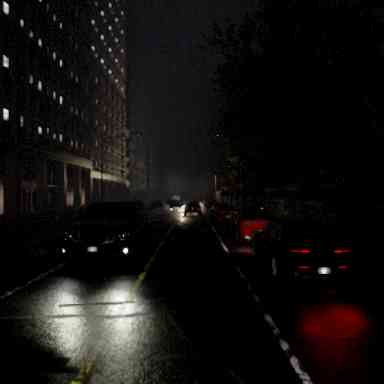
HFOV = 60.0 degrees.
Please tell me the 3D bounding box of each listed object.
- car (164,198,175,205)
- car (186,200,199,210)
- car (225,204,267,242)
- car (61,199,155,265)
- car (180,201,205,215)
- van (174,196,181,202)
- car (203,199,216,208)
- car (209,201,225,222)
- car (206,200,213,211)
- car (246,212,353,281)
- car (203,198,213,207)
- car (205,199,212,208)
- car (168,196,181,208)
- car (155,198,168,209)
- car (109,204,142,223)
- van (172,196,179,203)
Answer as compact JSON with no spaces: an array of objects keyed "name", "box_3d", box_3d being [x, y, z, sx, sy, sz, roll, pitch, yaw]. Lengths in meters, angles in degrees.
[{"name":"car","box_3d":[-4.826,2.015,72.799,1.947,1.339,4.313,0,0,1]},{"name":"car","box_3d":[0.107,1.893,48.079,1.895,1.301,4.718,0,0,1]},{"name":"car","box_3d":[3.016,1.579,17.023,1.882,1.535,5.008,0,0,0]},{"name":"car","box_3d":[-2.848,1.295,12.289,2.150,2.045,5.566,0,0,0]},{"name":"car","box_3d":[0.102,1.768,36.374,2.033,1.411,5.357,0,0,1]},{"name":"van","box_3d":[-4.205,1.936,95.312,1.690,1.788,3.998,0,0,2]},{"name":"car","box_3d":[2.898,1.884,55.693,1.887,1.381,4.507,0,0,1]},{"name":"car","box_3d":[2.711,1.710,27.499,1.887,1.381,4.507,0,0,0]},{"name":"car","box_3d":[2.717,1.751,33.132,2.008,1.369,4.403,0,0,0]},{"name":"car","box_3d":[3.022,1.564,10.023,1.837,1.490,4.892,0,0,0]},{"name":"car","box_3d":[2.985,1.902,61.503,1.752,1.417,4.829,0,0,1]},{"name":"car","box_3d":[2.776,1.814,44.411,1.887,1.381,4.507,0,0,0]},{"name":"car","box_3d":[-2.633,1.879,54.313,2.033,1.411,5.357,0,0,1]},{"name":"car","box_3d":[-5.194,1.851,50.298,1.887,1.381,4.507,0,0,0]},{"name":"car","box_3d":[-5.460,1.734,27.804,1.947,1.339,4.313,0,0,0]},{"name":"van","box_3d":[-4.384,1.899,89.679,1.690,1.788,3.998,0,0,2]}]
